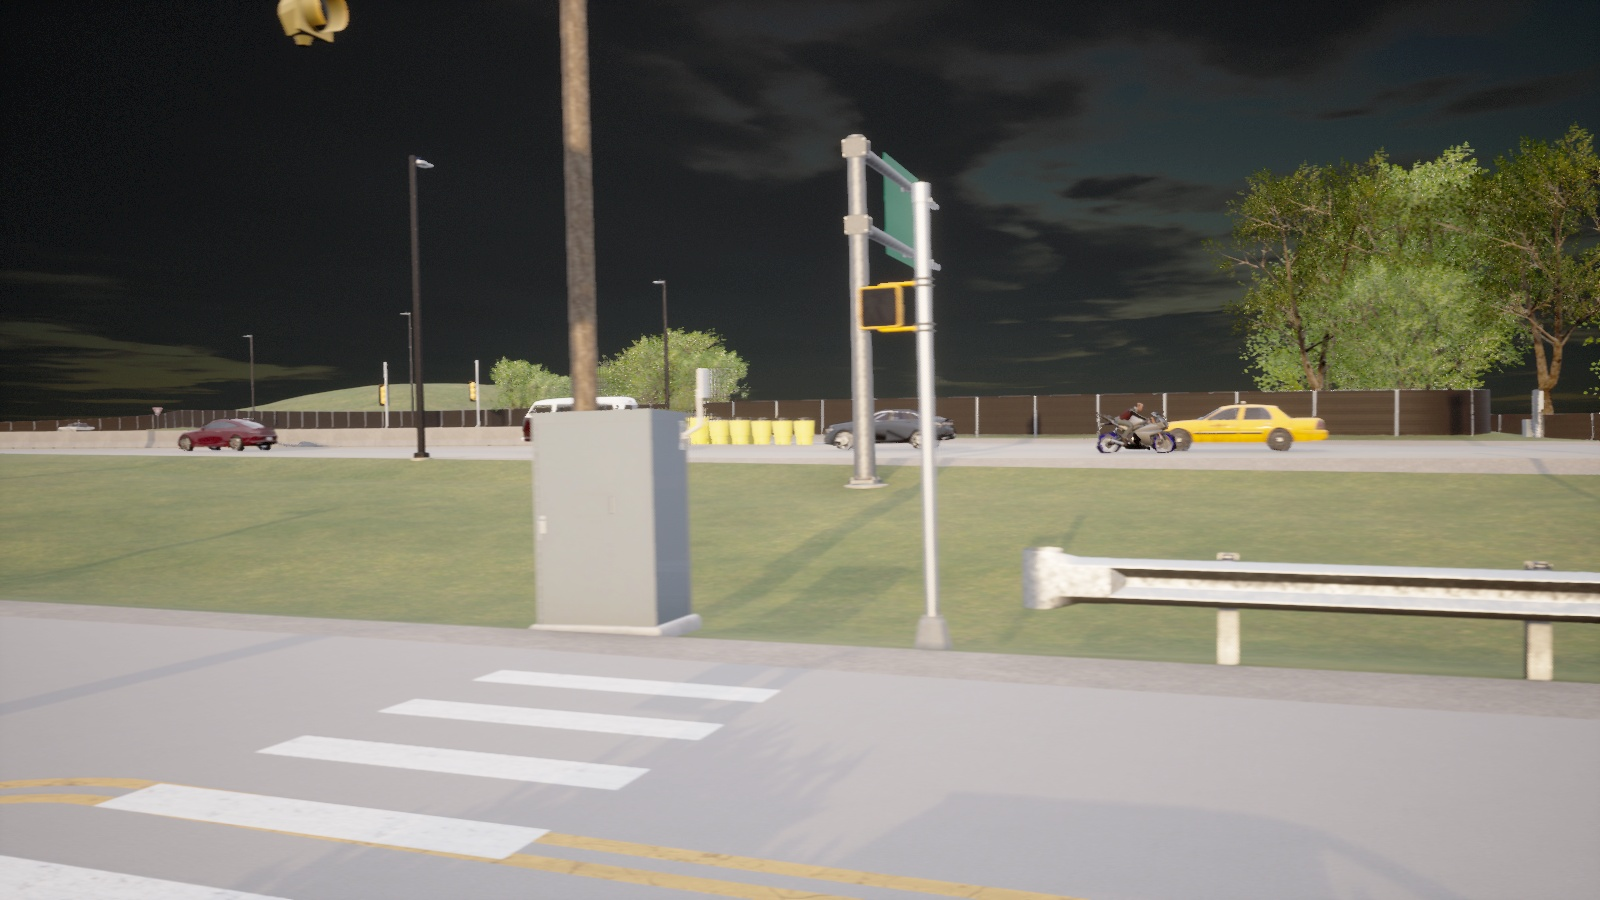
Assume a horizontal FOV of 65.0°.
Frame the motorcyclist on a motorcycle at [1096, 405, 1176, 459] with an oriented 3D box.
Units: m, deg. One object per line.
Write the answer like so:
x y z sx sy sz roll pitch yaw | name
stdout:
9.778 -0.528 36.546 2.191 1.530 0.866 0 1 19 | motorcyclist on a motorcycle

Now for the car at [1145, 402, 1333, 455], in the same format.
13.542 -0.657 38.933 5.366 1.575 1.801 0 1 19 | car

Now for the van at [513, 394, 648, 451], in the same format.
-8.104 -0.996 46.510 4.480 2.038 2.069 0 1 19 | van

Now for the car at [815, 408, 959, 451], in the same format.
3.207 -0.755 46.262 4.902 1.511 2.128 0 1 19 | car

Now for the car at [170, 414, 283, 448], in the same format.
-25.755 -0.855 56.402 4.674 1.442 1.812 0 1 19 | car
